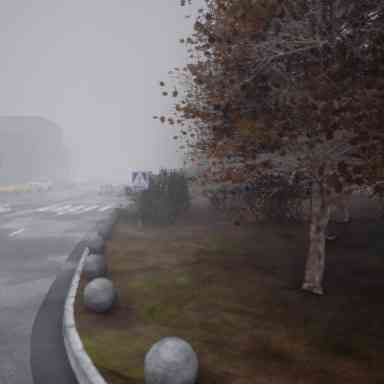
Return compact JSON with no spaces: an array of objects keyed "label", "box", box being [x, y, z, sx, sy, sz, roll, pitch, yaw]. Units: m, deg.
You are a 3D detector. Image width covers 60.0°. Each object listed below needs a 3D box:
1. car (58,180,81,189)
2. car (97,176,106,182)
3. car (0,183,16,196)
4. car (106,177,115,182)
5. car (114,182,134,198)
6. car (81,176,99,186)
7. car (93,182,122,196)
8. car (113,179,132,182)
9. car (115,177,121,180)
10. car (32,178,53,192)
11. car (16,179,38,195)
[{"label":"car","box":[-22.426,-1.398,59.917,2.163,1.488,4.792,0,3,0]},{"label":"car","box":[-22.291,-2.603,76.453,2.435,2.045,5.566,0,3,0]},{"label":"car","box":[-22.599,-0.181,37.571,1.946,1.575,5.366,0,3,0]},{"label":"car","box":[-22.273,-2.877,85.873,2.231,1.521,4.892,0,3,1]},{"label":"car","box":[-7.538,-0.110,39.943,1.994,1.385,4.181,0,3,0]},{"label":"car","box":[-22.334,-2.045,70.986,2.231,1.521,4.892,0,3,0]},{"label":"car","box":[-10.825,-0.259,43.049,1.895,1.301,4.718,0,3,1]},{"label":"car","box":[-10.755,-0.860,53.099,1.994,1.385,4.181,0,3,1]},{"label":"car","box":[-22.163,-3.265,92.734,1.946,1.575,5.366,0,3,0]},{"label":"car","box":[-22.506,-1.061,48.872,2.435,2.045,5.566,0,3,0]},{"label":"car","box":[-22.556,-0.489,43.087,1.946,1.575,5.366,0,3,0]}]
